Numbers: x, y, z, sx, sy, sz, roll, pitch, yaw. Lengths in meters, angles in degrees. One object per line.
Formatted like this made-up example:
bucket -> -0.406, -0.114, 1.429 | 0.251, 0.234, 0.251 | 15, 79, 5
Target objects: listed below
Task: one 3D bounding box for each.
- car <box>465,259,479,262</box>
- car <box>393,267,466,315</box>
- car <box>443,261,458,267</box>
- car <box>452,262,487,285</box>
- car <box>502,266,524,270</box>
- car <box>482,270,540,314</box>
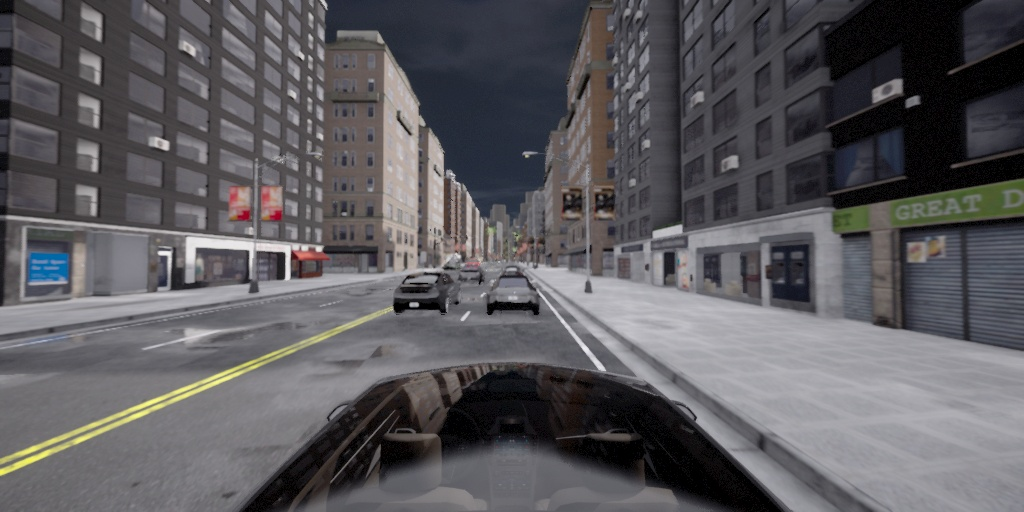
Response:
car -> -6.513, 1.457, 59.225 | 2.150, 2.045, 5.566 | 0, -1, 1
car -> -3.201, 1.374, 14.243 | 1.837, 1.490, 4.892 | 0, 0, 1
car -> -9.774, 1.577, 58.151 | 2.097, 1.767, 4.553 | 0, 0, 0
car -> -3.195, 1.490, 29.248 | 2.128, 1.511, 4.902 | 0, 0, 0
car -> 0.061, 1.529, 29.985 | 1.812, 1.442, 4.674 | 0, 0, 0
car -> 0.053, 1.435, 14.416 | 1.994, 1.385, 4.181 | 0, 0, 0
